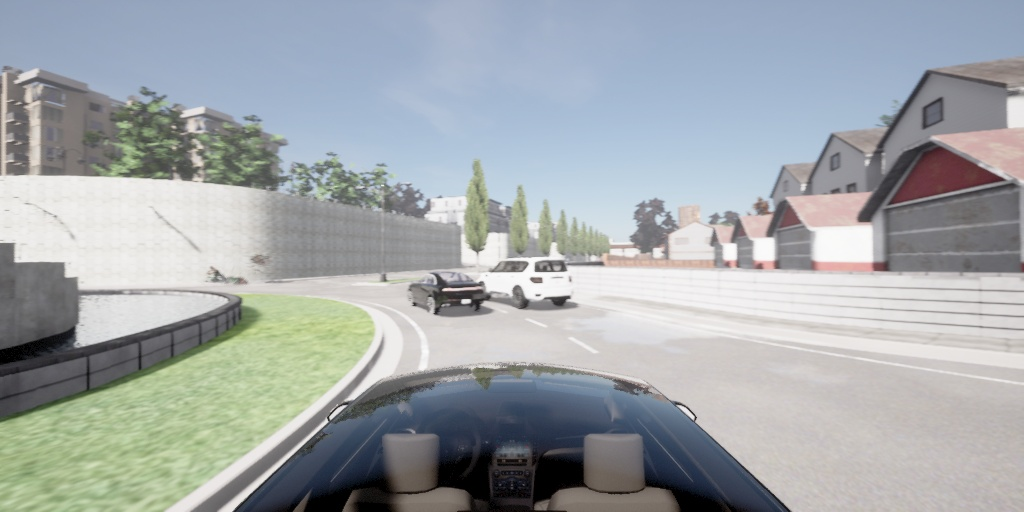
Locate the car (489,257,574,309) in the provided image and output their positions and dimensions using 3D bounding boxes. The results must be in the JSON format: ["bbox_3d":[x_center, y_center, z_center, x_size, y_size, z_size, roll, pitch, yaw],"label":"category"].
[{"bbox_3d":[0.393,1.085,15.921,2.150,2.045,5.566,0,0,-30],"label":"car"}]

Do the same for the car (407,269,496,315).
[{"bbox_3d":[-2.812,1.375,14.435,2.128,1.511,4.902,0,0,-30],"label":"car"}]

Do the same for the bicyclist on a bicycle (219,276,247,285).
[{"bbox_3d":[-23.313,2.097,30.332,1.620,0.582,1.656,8,12,-19],"label":"bicyclist on a bicycle"}]

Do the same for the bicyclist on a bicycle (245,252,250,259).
[{"bbox_3d":[-21.523,0.339,30.152,1.620,1.656,0.582,-9,19,7],"label":"bicyclist on a bicycle"}]

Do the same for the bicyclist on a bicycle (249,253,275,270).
[{"bbox_3d":[-20.960,0.321,30.197,1.620,1.656,0.582,18,-56,-33],"label":"bicyclist on a bicycle"}]

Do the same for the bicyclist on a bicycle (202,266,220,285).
[{"bbox_3d":[-25.056,1.588,30.025,0.582,1.620,1.656,12,8,12],"label":"bicyclist on a bicycle"}]
